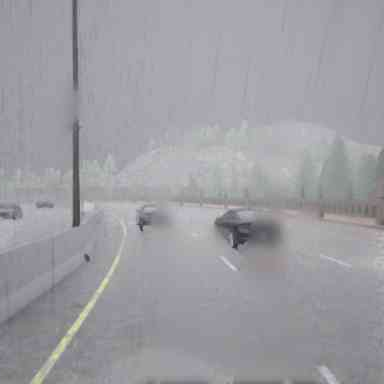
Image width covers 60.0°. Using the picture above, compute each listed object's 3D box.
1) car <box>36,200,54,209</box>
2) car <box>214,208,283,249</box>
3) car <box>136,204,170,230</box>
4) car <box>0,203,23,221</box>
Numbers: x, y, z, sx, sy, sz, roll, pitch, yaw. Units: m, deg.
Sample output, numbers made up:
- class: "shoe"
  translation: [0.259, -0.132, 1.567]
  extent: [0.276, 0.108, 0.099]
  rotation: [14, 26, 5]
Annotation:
- class: "car"
  translation: [-21.012, 1.750, 47.502]
  extent: [1.895, 1.301, 4.718]
  rotation: [-1, 0, -32]
- class: "car"
  translation: [2.266, 1.444, 14.590]
  extent: [1.882, 1.535, 5.008]
  rotation: [0, 0, -8]
- class: "car"
  translation: [-2.534, 1.514, 21.102]
  extent: [1.812, 1.442, 4.674]
  rotation: [0, 0, -13]
- class: "car"
  translation: [-15.651, 1.627, 28.298]
  extent: [2.033, 1.411, 5.357]
  rotation: [0, 0, -19]
